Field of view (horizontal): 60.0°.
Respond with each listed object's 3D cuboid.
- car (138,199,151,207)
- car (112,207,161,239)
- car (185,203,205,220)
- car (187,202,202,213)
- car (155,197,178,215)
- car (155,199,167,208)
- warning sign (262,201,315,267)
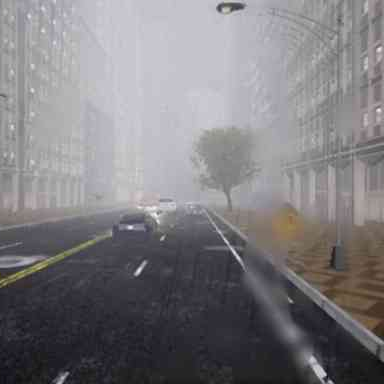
[{"bbox_3d":[-9.409,2.112,66.544,2.097,1.767,4.553,0,-1,0],"label":"car"},{"bbox_3d":[-3.064,1.765,18.581,1.994,1.385,4.181,0,-1,0],"label":"car"},{"bbox_3d":[0.261,1.917,32.461,2.033,1.411,5.357,0,-1,0],"label":"car"},{"bbox_3d":[0.332,2.124,45.959,1.895,1.301,4.718,0,-1,0],"label":"car"},{"bbox_3d":[-2.955,1.664,39.898,2.150,2.045,5.566,0,-1,0],"label":"car"},{"bbox_3d":[-6.164,2.273,66.500,1.837,1.490,4.892,0,-1,1],"label":"car"},{"bbox_3d":[2.908,1.242,10.172,1.300,1.860,1.060,1,0,0],"label":"warning sign"}]
